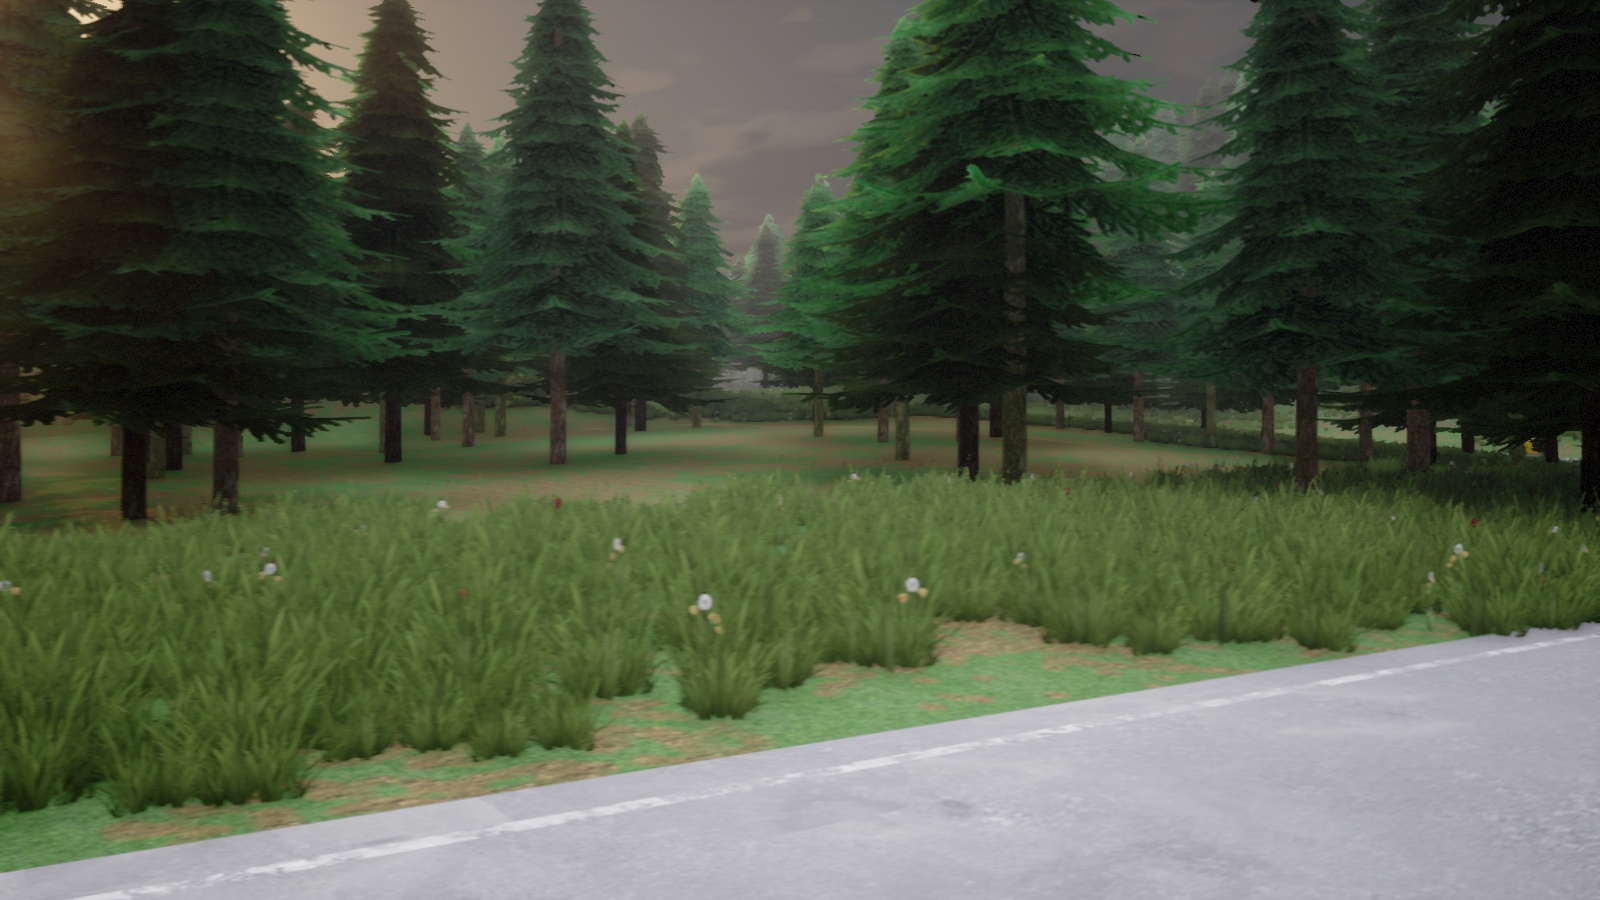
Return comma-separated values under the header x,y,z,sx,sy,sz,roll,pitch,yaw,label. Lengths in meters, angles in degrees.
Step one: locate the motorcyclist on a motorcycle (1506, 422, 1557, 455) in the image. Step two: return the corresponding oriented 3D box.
x,y,z,sx,sy,sz,roll,pitch,yaw,label
36.217,-0.573,62.197,0.797,1.523,2.044,0,4,-25,motorcyclist on a motorcycle
